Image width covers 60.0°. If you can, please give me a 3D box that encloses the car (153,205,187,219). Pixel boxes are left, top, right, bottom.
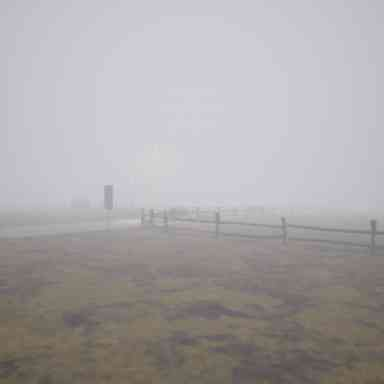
[{"bbox_3d":[-2.476,2.122,35.644,2.128,1.511,4.902,-1,-2,35],"label":"car"}]

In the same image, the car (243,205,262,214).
[{"bbox_3d":[9.702,2.716,52.624,1.994,1.385,4.181,-1,-2,35],"label":"car"}]
